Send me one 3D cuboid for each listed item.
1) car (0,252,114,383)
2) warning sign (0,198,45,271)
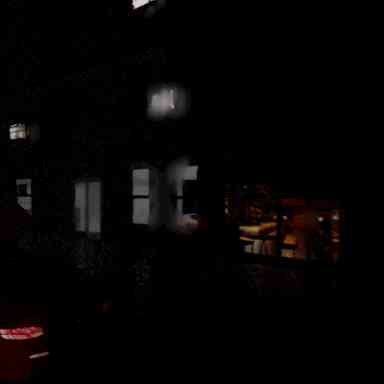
[{"bbox_3d":[-2.948,1.586,4.978,4.206,1.307,1.802,0,0,36],"label":"car"},{"bbox_3d":[-5.087,1.123,9.426,1.060,1.860,1.300,0,0,36],"label":"warning sign"}]
